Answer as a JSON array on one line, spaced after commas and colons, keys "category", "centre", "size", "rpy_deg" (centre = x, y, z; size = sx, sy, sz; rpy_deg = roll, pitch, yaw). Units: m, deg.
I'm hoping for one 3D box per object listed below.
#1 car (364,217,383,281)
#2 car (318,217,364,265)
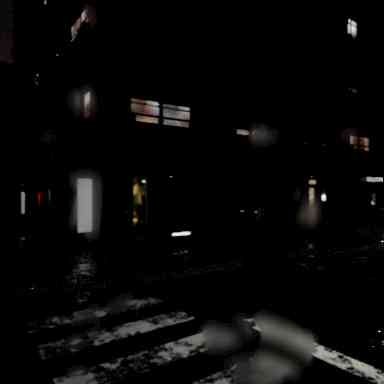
[{"category": "car", "centre": [6.769, 1.184, 8.249], "size": [5.566, 2.045, 2.150], "rpy_deg": [0, 0, -37]}, {"category": "car", "centre": [5.854, 1.507, 10.756], "size": [4.403, 1.369, 2.008], "rpy_deg": [0, 0, -36]}]
